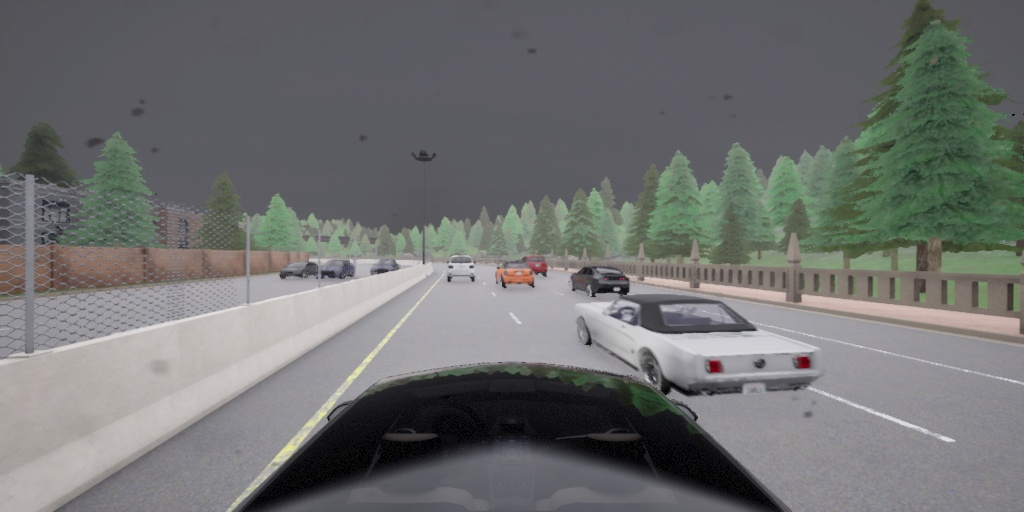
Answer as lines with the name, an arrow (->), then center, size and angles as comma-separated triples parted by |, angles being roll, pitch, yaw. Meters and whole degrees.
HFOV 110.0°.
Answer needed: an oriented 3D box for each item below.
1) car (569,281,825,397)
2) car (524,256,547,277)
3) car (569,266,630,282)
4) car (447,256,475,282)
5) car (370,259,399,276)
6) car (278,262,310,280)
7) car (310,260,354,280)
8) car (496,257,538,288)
car -> 2.678, 1.355, 6.631 | 1.895, 1.301, 4.718 | 0, 0, -8
car -> 1.980, 0.992, 35.744 | 2.150, 2.045, 5.566 | 0, 0, -8
car -> 4.443, 1.267, 18.822 | 1.837, 1.490, 4.892 | 0, 0, -8
car -> -4.230, 0.985, 29.822 | 2.150, 2.045, 5.566 | 0, 0, -8
car -> -12.249, 1.111, 34.658 | 2.097, 1.767, 4.553 | 0, 0, -9
car -> -18.938, 1.258, 32.127 | 1.837, 1.490, 4.892 | 0, 0, -9
car -> -15.233, 1.108, 30.978 | 2.097, 1.767, 4.553 | 0, 0, -9
car -> 0.103, 1.114, 24.354 | 2.097, 1.767, 4.553 | 0, 0, -8
